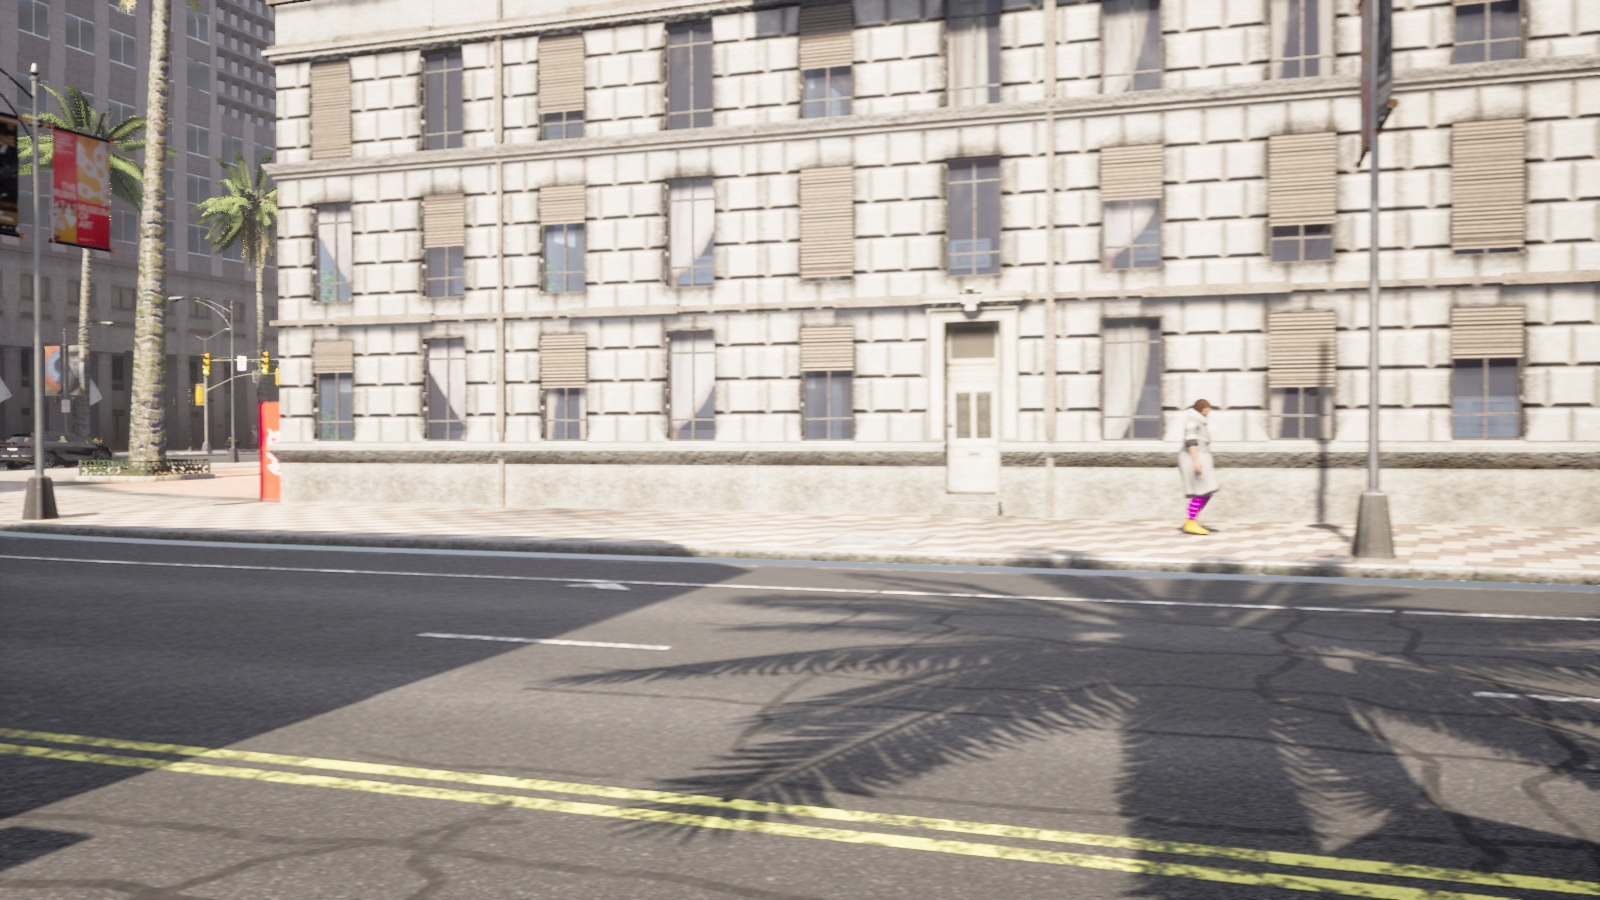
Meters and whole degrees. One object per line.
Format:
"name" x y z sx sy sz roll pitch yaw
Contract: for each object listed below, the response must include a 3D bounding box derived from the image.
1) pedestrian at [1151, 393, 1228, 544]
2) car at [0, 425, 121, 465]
"pedestrian" 5.197 0.235 16.749 0.873 1.952 0.659 1 1 25
"car" -32.361 -0.242 54.762 2.033 1.649 4.856 0 1 15
